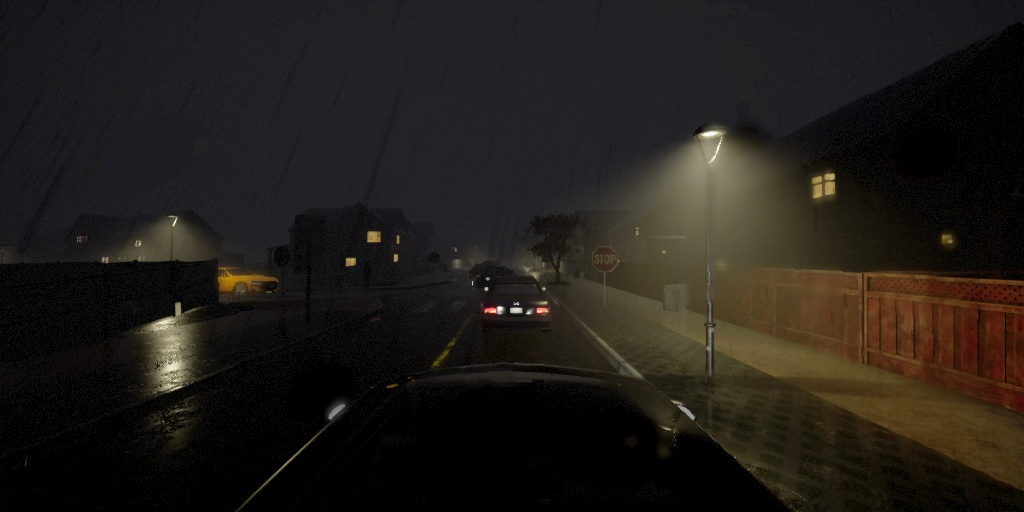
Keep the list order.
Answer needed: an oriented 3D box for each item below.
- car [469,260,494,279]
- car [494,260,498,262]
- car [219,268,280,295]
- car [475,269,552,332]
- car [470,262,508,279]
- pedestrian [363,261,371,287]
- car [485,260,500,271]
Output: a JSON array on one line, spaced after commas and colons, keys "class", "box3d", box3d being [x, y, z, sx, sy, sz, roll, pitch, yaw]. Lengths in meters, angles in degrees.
[{"class": "car", "box3d": [-2.863, 1.378, 33.566, 1.994, 1.385, 4.181, 0, 0, -1]}, {"class": "car", "box3d": [-2.854, 1.353, 43.259, 1.837, 1.490, 4.892, 0, 0, 0]}, {"class": "car", "box3d": [-15.132, 1.377, 19.229, 5.008, 1.535, 1.882, -1, -2, 7]}, {"class": "car", "box3d": [0.097, 1.304, 10.810, 2.033, 1.411, 5.357, 0, 0, 0]}, {"class": "car", "box3d": [-0.981, 1.408, 24.931, 1.994, 1.385, 4.181, 1, 1, 17]}, {"class": "pedestrian", "box3d": [-9.917, 1.214, 24.475, 0.375, 1.860, 0.375, 0, -2, 5]}, {"class": "car", "box3d": [-2.855, 1.373, 53.394, 1.882, 1.535, 5.008, 0, 0, 0]}]
